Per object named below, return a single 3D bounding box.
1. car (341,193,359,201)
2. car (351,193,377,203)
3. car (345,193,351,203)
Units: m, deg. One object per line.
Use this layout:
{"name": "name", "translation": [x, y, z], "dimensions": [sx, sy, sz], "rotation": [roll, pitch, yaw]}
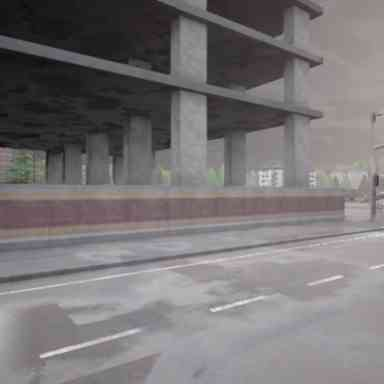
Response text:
{"name": "car", "translation": [38.197, 1.127, 80.391], "dimensions": [4.605, 1.855, 1.932], "rotation": [0, 0, -35]}
{"name": "car", "translation": [32.378, 1.375, 62.633], "dimensions": [3.806, 1.475, 1.970], "rotation": [0, 0, -35]}
{"name": "car", "translation": [30.705, 1.343, 64.996], "dimensions": [3.905, 1.438, 1.784], "rotation": [0, 0, -35]}
